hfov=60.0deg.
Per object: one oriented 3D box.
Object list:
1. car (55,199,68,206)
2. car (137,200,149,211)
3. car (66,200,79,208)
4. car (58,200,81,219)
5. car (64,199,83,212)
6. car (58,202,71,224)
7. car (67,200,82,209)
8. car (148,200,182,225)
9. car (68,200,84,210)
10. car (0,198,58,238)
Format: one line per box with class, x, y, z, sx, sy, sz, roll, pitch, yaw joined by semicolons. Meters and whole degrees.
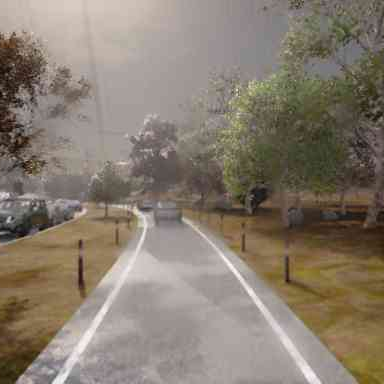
car;-30.473;2.408;77.520;2.002;1.452;4.674;1;-1;-32
car;-5.762;1.630;41.767;1.994;1.385;4.181;-1;0;-16
car;-22.674;2.200;62.792;2.002;1.452;4.674;0;0;-24
car;-11.888;1.761;30.286;2.231;1.521;4.892;2;-1;-11
car;-16.060;1.922;45.773;2.097;1.535;5.008;-1;-1;-18
car;-10.841;1.708;24.793;2.231;1.521;4.892;2;-1;-10
car;-20.204;2.087;57.070;2.097;1.535;5.008;0;-1;-22
car;-1.825;1.453;23.842;2.128;1.511;4.902;0;0;-8
car;-18.111;2.000;51.759;2.231;1.521;4.892;0;-1;-19
car;-9.976;1.405;19.237;2.435;2.045;5.566;2;-1;-8
